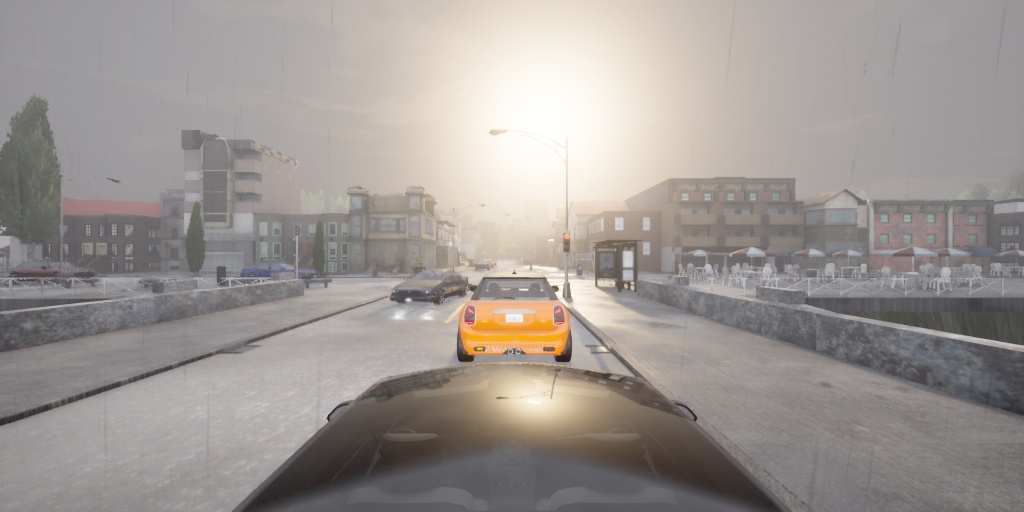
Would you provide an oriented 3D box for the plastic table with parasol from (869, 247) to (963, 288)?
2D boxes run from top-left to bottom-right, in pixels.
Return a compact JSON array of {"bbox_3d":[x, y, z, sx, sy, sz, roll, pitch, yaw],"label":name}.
[{"bbox_3d":[23.800,0.682,21.277,2.482,2.480,2.482,0,0,0],"label":"plastic table with parasol"}]

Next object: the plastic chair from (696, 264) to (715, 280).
[{"bbox_3d":[15.802,1.288,29.229,0.750,1.272,0.730,0,0,0],"label":"plastic chair"}]

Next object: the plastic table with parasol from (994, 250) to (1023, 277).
[{"bbox_3d":[46.703,0.686,33.203,2.482,2.480,2.482,0,0,0],"label":"plastic table with parasol"}]

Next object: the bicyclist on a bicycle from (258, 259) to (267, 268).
[{"bbox_3d":[-24.017,1.109,34.576,0.582,1.620,1.656,0,0,0],"label":"bicyclist on a bicycle"}]

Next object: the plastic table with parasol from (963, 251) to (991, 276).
[{"bbox_3d":[30.511,0.683,25.106,2.482,2.480,2.482,0,0,0],"label":"plastic table with parasol"}]

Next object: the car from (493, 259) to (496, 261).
[{"bbox_3d":[-4.075,1.247,60.699,1.882,1.535,5.008,0,0,0],"label":"car"}]

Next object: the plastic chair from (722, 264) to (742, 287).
[{"bbox_3d":[13.901,1.286,22.829,0.730,1.272,0.750,0,0,0],"label":"plastic chair"}]

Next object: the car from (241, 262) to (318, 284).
[{"bbox_3d":[-16.895,1.236,26.174,5.008,1.535,1.882,0,0,0],"label":"car"}]

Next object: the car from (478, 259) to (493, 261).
[{"bbox_3d":[-4.094,1.244,51.049,1.882,1.535,5.008,0,0,0],"label":"car"}]

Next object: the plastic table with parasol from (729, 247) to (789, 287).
[{"bbox_3d":[15.171,0.682,22.689,2.482,2.480,2.482,0,0,0],"label":"plastic table with parasol"}]

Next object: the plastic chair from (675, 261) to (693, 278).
[{"bbox_3d":[14.702,1.289,30.629,0.730,1.272,0.750,0,0,0],"label":"plastic chair"}]

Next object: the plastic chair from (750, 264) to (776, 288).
[{"bbox_3d":[15.000,1.286,21.429,0.750,1.272,0.730,0,0,0],"label":"plastic chair"}]

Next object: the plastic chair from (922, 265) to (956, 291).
[{"bbox_3d":[23.700,1.285,19.927,0.750,1.272,0.730,0,0,0],"label":"plastic chair"}]

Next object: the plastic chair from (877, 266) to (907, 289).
[{"bbox_3d":[22.600,1.286,21.327,0.730,1.272,0.750,0,0,0],"label":"plastic chair"}]

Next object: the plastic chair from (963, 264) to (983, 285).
[{"bbox_3d":[30.501,1.287,23.826,0.750,1.272,0.730,0,0,0],"label":"plastic chair"}]

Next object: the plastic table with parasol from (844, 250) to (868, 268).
[{"bbox_3d":[30.232,0.685,32.196,2.482,2.480,2.482,0,0,0],"label":"plastic table with parasol"}]

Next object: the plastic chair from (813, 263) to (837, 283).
[{"bbox_3d":[22.801,1.287,26.127,0.750,1.272,0.730,0,0,0],"label":"plastic chair"}]

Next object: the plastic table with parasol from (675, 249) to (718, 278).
[{"bbox_3d":[15.922,0.685,30.509,2.482,2.480,2.482,0,0,0],"label":"plastic table with parasol"}]

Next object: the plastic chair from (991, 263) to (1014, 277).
[{"bbox_3d":[45.503,1.290,33.323,0.730,1.272,0.750,0,0,0],"label":"plastic chair"}]

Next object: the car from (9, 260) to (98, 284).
[{"bbox_3d":[-33.341,1.109,26.186,4.553,1.767,2.097,0,0,0],"label":"car"}]

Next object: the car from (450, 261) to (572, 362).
[{"bbox_3d":[0.061,1.104,8.370,2.097,1.767,4.553,0,0,1],"label":"car"}]

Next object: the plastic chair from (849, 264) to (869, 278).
[{"bbox_3d":[29.902,1.289,30.826,0.750,1.272,0.730,0,0,0],"label":"plastic chair"}]

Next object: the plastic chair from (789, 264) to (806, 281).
[{"bbox_3d":[21.702,1.288,27.527,0.730,1.272,0.750,0,0,0],"label":"plastic chair"}]

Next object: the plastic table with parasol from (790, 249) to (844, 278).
[{"bbox_3d":[22.902,0.684,27.477,2.482,2.480,2.482,0,0,0],"label":"plastic table with parasol"}]

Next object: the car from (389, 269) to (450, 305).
[{"bbox_3d":[-3.447,1.302,16.389,2.033,1.411,5.357,0,0,11],"label":"car"}]
